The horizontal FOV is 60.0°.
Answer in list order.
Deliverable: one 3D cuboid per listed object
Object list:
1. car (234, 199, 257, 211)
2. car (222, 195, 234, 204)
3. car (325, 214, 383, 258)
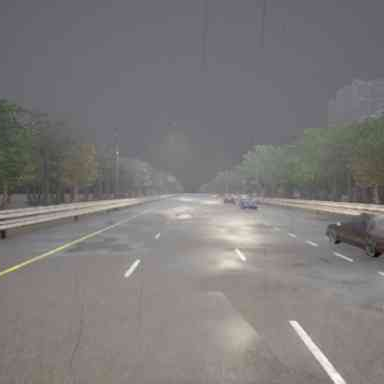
[{"bbox_3d":[7.023,1.582,42.319,2.033,1.411,5.357,0,0,0],"label":"car"},{"bbox_3d":[7.107,1.412,65.202,2.097,1.767,4.553,0,0,0],"label":"car"},{"bbox_3d":[6.993,1.551,12.726,2.033,1.411,5.357,0,0,0],"label":"car"}]
